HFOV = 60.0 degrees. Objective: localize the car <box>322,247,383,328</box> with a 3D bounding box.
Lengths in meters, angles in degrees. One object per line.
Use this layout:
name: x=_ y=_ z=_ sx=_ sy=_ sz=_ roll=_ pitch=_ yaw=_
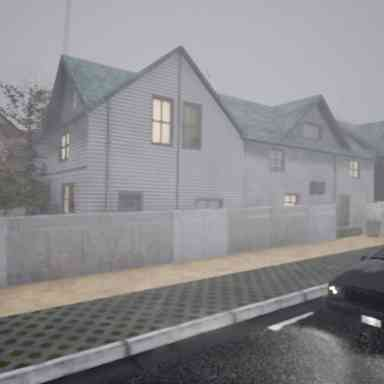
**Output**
car: x=4.866 y=1.560 z=6.565 sx=5.357 sy=1.411 sz=2.033 roll=0 pitch=0 yaw=-36
